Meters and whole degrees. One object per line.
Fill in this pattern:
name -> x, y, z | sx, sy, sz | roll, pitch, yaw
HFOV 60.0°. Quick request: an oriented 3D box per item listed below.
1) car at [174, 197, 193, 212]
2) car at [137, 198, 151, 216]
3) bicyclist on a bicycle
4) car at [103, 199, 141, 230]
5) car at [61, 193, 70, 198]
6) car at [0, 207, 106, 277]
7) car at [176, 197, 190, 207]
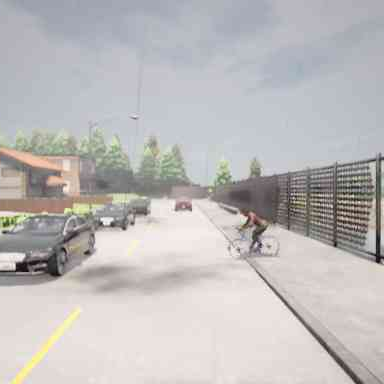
car -> -0.919, 1.356, 36.685 | 1.812, 1.442, 4.674 | 0, 0, -1
car -> -4.886, 1.337, 30.665 | 1.882, 1.535, 5.008 | 0, 0, -1
bicyclist on a bicycle -> 1.934, 1.322, 10.593 | 1.656, 1.620, 0.582 | -5, 0, -2
car -> -4.617, 1.399, 20.188 | 2.128, 1.511, 4.902 | 0, 0, -2
car -> -18.499, 0.931, 45.108 | 3.633, 1.501, 1.845 | 0, 0, -2
car -> -4.342, 1.445, 10.154 | 2.128, 1.511, 4.902 | 0, 0, -2
car -> -1.277, 1.378, 48.234 | 1.895, 1.301, 4.718 | 0, 0, -1
